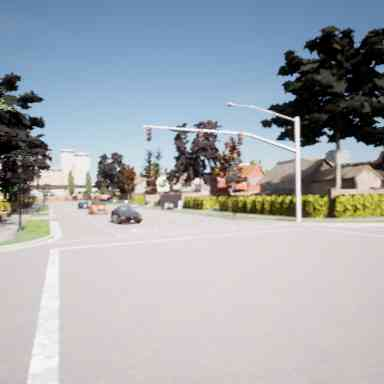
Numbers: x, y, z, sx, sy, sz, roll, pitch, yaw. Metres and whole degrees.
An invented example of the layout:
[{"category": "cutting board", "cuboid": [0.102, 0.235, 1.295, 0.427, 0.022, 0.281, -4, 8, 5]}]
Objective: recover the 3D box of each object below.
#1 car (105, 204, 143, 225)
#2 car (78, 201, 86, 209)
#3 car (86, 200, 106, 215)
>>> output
[{"category": "car", "cuboid": [-5.675, 1.920, 28.203, 2.033, 1.411, 5.357, -1, -1, -23]}, {"category": "car", "cuboid": [-20.422, 2.441, 62.854, 2.128, 1.511, 4.902, -1, -1, -23]}, {"category": "car", "cuboid": [-12.020, 1.974, 43.016, 2.097, 1.767, 4.553, -1, -1, -23]}]
